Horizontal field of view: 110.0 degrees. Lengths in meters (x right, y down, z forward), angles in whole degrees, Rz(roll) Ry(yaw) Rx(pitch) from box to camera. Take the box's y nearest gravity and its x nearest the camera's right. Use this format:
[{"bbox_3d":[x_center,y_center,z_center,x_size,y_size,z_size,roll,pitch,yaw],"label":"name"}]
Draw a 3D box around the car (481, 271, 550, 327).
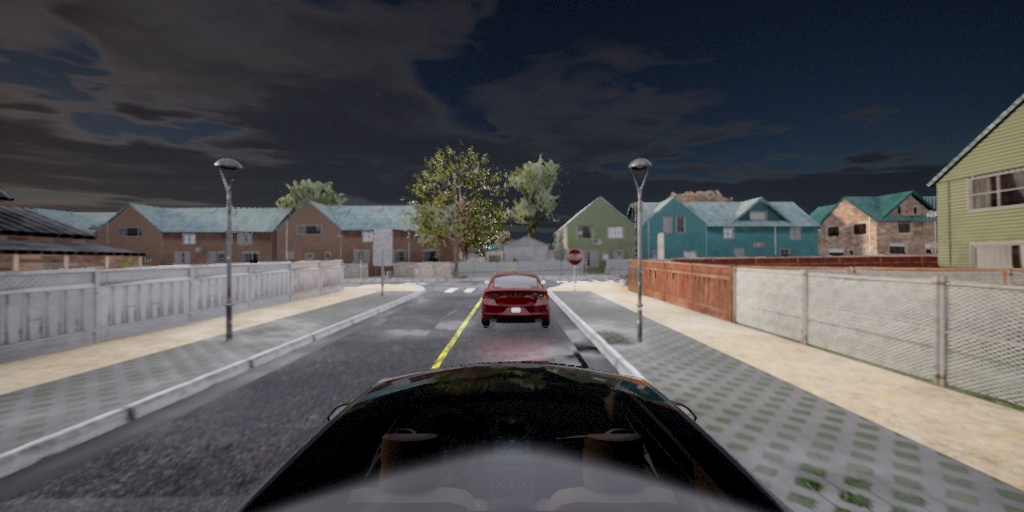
[{"bbox_3d":[0.100,1.205,11.518,1.882,1.535,5.008,0,0,0],"label":"car"}]
